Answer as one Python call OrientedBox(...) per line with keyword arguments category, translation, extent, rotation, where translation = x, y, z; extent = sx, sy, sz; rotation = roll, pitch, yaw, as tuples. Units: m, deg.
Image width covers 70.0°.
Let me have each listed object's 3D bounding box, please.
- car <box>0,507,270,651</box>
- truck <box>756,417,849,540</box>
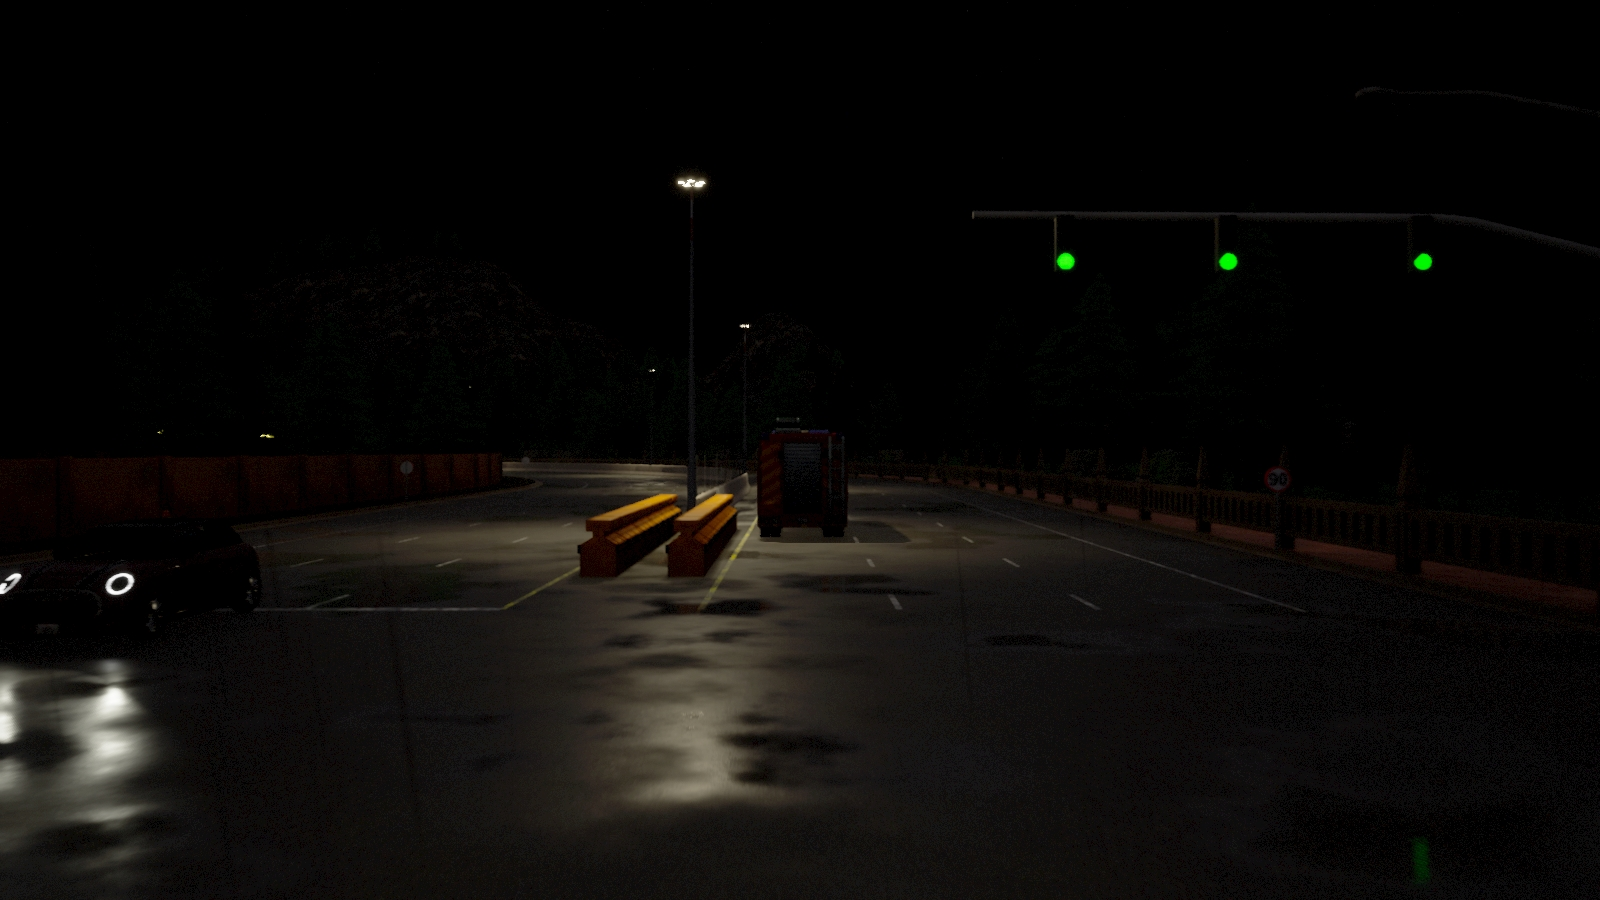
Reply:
OrientedBox(category="car", translation=(-10.520, 1.907, 18.146), extent=(2.097, 1.767, 4.553), rotation=(0, 0, 0))
OrientedBox(category="truck", translation=(0.045, 0.894, 39.769), extent=(2.891, 3.827, 8.468), rotation=(0, 0, 0))
